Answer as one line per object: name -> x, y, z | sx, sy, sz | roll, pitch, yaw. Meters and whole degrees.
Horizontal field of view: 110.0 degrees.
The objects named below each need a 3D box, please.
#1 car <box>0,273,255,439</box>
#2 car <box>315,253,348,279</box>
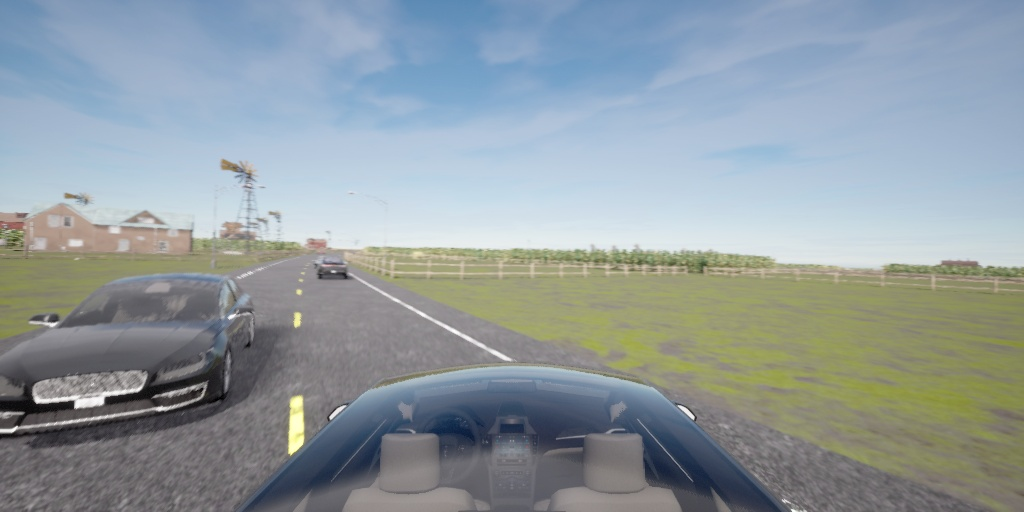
car -> -5.222, 1.068, 5.471 | 1.837, 1.490, 4.892 | 2, 1, -31
car -> -12.947, 0.794, 25.827 | 2.128, 1.511, 4.902 | 2, 0, -29
